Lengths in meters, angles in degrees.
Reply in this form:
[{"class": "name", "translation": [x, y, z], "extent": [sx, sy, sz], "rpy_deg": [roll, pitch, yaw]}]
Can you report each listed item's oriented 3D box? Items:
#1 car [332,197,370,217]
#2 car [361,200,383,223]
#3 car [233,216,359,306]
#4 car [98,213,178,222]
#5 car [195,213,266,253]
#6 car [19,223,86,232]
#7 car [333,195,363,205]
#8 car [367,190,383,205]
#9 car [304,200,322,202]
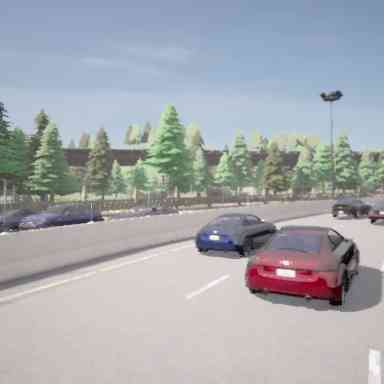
[{"class": "car", "translation": [12.880, 1.258, 26.785], "extent": [1.837, 1.490, 4.892], "rpy_deg": [-1, 0, 44]}, {"class": "car", "translation": [13.389, 1.298, 22.321], "extent": [2.033, 1.411, 5.357], "rpy_deg": [-1, 0, 43]}, {"class": "car", "translation": [2.835, 1.507, 8.120], "extent": [1.994, 1.385, 4.181], "rpy_deg": [-1, 0, 31]}, {"class": "car", "translation": [-2.726, 1.512, 19.121], "extent": [2.128, 1.511, 4.902], "rpy_deg": [-1, 0, 35]}, {"class": "car", "translation": [1.866, 1.516, 13.092], "extent": [1.994, 1.385, 4.181], "rpy_deg": [-1, 0, 33]}, {"class": "car", "translation": [-7.215, 1.448, 18.696], "extent": [2.097, 1.767, 4.553], "rpy_deg": [-1, 0, 34]}, {"class": "car", "translation": [22.951, 1.123, 48.917], "extent": [4.181, 1.385, 1.994], "rpy_deg": [-1, 0, -33]}, {"class": "car", "translation": [27.908, 0.697, 47.939], "extent": [5.566, 2.045, 2.150], "rpy_deg": [-1, 0, -31]}, {"class": "car", "translation": [18.353, 1.197, 49.988], "extent": [4.181, 1.385, 1.994], "rpy_deg": [-1, 0, -35]}]
